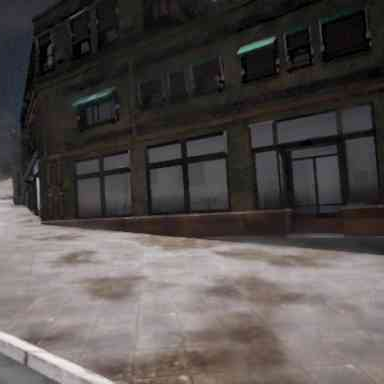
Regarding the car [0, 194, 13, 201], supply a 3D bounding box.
[{"bbox_3d":[-35.912,1.069,64.541,1.994,1.385,4.181,-4,0,8],"label":"car"}]
